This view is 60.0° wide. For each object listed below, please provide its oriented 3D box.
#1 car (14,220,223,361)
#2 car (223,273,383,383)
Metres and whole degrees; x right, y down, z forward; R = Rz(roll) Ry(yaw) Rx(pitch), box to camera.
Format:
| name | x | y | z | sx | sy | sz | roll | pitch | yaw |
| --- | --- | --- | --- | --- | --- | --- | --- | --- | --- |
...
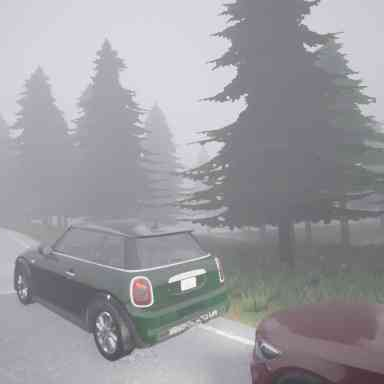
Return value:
| name | x | y | z | sx | sy | sz | roll | pitch | yaw |
| --- | --- | --- | --- | --- | --- | --- | --- | --- | --- |
| car | -1.578 | 1.308 | 6.221 | 4.553 | 1.767 | 2.097 | 1 | 1 | 44 |
| car | 2.748 | 1.531 | 2.596 | 4.674 | 1.442 | 1.812 | 1 | 0 | 36 |
